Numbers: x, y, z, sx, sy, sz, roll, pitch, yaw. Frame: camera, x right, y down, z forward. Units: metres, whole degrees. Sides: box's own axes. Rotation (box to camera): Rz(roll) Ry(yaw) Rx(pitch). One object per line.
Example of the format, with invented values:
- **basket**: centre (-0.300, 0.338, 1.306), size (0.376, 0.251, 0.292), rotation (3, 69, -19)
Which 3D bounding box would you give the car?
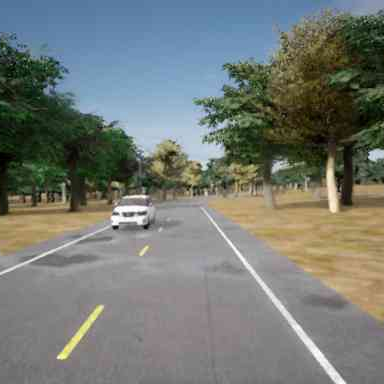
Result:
- **car**: centre (-3.646, 1.247, 21.610), size (2.150, 2.045, 5.566), rotation (0, 0, 0)
